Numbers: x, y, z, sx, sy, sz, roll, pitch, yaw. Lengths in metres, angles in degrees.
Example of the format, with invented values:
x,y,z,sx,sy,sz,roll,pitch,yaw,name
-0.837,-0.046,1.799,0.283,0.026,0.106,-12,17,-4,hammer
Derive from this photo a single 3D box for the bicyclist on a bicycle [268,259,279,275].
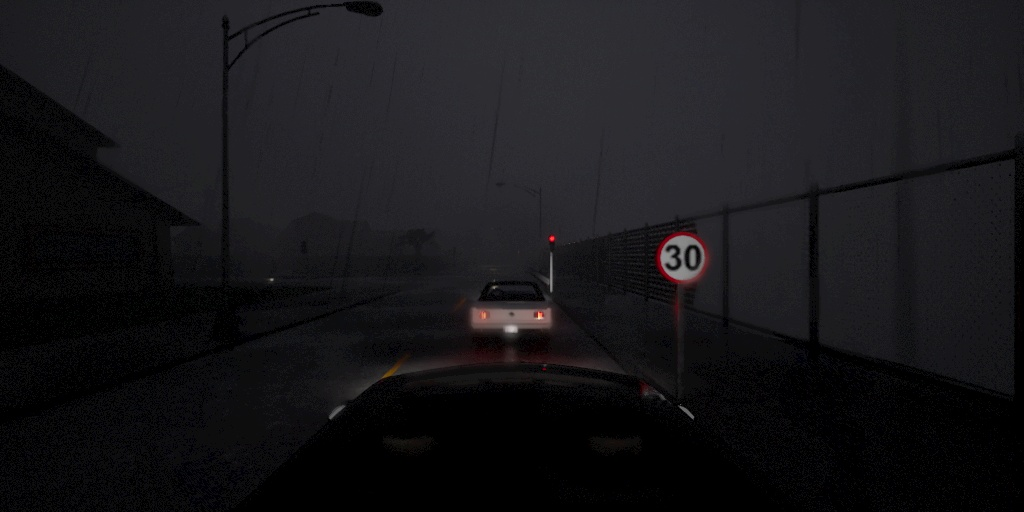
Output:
x,y,z,sx,sy,sz,roll,pitch,yaw,name
-24.318,1.099,36.522,0.582,1.620,1.656,0,0,0,bicyclist on a bicycle

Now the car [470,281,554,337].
x,y,z,sx,sy,sz,roll,pitch,yaw,name
-0.001,1.351,10.210,1.895,1.301,4.718,0,0,0,car
